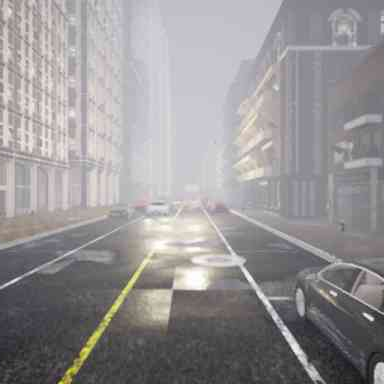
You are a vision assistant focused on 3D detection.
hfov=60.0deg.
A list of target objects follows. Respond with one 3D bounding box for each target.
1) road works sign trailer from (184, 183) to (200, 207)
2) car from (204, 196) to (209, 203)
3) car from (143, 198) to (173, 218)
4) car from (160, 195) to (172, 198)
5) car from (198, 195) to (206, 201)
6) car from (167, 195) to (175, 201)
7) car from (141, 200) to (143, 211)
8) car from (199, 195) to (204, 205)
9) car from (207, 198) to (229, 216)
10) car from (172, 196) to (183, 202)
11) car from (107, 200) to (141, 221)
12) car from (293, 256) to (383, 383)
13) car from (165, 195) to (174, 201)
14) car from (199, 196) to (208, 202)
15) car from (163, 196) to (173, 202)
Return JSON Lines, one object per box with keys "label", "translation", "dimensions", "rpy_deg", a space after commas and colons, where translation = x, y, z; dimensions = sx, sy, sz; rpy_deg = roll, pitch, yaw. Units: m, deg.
{"label": "road works sign trailer", "translation": [0.015, 0.484, 51.018], "dimensions": [2.380, 3.560, 2.880], "rpy_deg": [0, 0, 0]}
{"label": "car", "translation": [2.703, 1.452, 38.360], "dimensions": [1.967, 1.590, 4.097], "rpy_deg": [0, 0, 0]}
{"label": "car", "translation": [-3.086, 1.534, 30.741], "dimensions": [1.812, 1.442, 4.674], "rpy_deg": [0, 0, 0]}
{"label": "car", "translation": [-5.670, 1.599, 66.605], "dimensions": [1.947, 1.339, 4.313], "rpy_deg": [0, 0, 0]}
{"label": "car", "translation": [2.717, 1.498, 89.196], "dimensions": [1.967, 1.590, 4.097], "rpy_deg": [0, 0, 0]}
{"label": "car", "translation": [-5.664, 1.584, 89.029], "dimensions": [1.752, 1.417, 4.829], "rpy_deg": [0, 0, 0]}
{"label": "car", "translation": [-5.678, 1.557, 38.363], "dimensions": [1.887, 1.381, 4.507], "rpy_deg": [0, 0, 0]}
{"label": "car", "translation": [2.709, 1.552, 61.124], "dimensions": [1.752, 1.417, 4.829], "rpy_deg": [0, 0, 0]}
{"label": "car", "translation": [2.701, 1.590, 32.711], "dimensions": [1.802, 1.307, 4.206], "rpy_deg": [0, 0, 0]}
{"label": "car", "translation": [-2.978, 1.533, 72.977], "dimensions": [2.033, 1.411, 5.357], "rpy_deg": [0, 0, 0]}
{"label": "car", "translation": [-5.680, 1.557, 27.065], "dimensions": [2.008, 1.369, 4.403], "rpy_deg": [0, 0, 0]}
{"label": "car", "translation": [2.694, 1.551, 4.468], "dimensions": [2.008, 1.369, 4.403], "rpy_deg": [0, 0, 0]}
{"label": "car", "translation": [-5.665, 1.491, 83.551], "dimensions": [1.967, 1.590, 4.097], "rpy_deg": [0, 0, 0]}
{"label": "car", "translation": [2.714, 1.594, 77.900], "dimensions": [2.008, 1.369, 4.403], "rpy_deg": [0, 0, 0]}
{"label": "car", "translation": [-5.666, 1.595, 77.902], "dimensions": [2.008, 1.369, 4.403], "rpy_deg": [0, 0, 0]}
